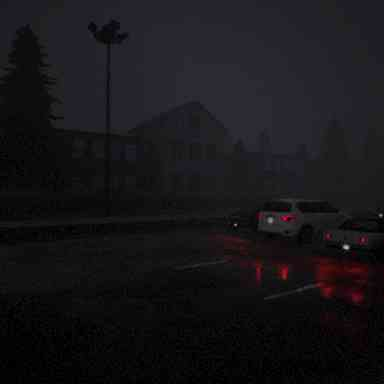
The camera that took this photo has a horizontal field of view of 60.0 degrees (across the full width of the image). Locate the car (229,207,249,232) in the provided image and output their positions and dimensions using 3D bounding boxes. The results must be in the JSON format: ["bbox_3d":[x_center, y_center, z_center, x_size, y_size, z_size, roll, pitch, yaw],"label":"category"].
[{"bbox_3d":[4.378,1.627,19.774,4.902,1.511,2.128,1,0,-35],"label":"car"}]

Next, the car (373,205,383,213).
[{"bbox_3d":[17.777,1.812,29.347,4.674,1.442,1.812,1,0,-36],"label":"car"}]

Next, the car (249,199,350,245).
[{"bbox_3d":[5.690,1.349,16.409,5.566,2.045,2.150,1,0,-35],"label":"car"}]

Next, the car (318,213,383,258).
[{"bbox_3d":[7.386,1.725,13.320,4.718,1.301,1.895,1,0,-35],"label":"car"}]
